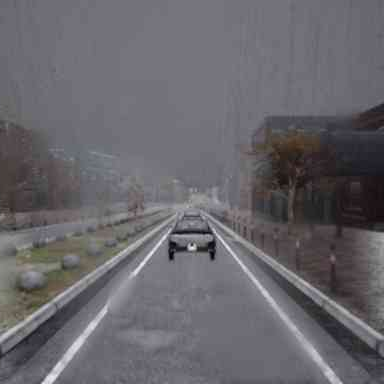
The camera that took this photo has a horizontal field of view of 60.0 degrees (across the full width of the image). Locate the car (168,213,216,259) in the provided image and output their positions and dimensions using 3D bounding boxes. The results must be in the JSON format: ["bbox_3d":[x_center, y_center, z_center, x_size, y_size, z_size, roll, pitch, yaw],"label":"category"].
[{"bbox_3d":[0.004,1.885,14.331,2.128,1.511,4.902,0,-2,0],"label":"car"}]

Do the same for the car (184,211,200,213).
[{"bbox_3d":[0.002,2.414,29.330,2.128,1.511,4.902,0,-2,0],"label":"car"}]
